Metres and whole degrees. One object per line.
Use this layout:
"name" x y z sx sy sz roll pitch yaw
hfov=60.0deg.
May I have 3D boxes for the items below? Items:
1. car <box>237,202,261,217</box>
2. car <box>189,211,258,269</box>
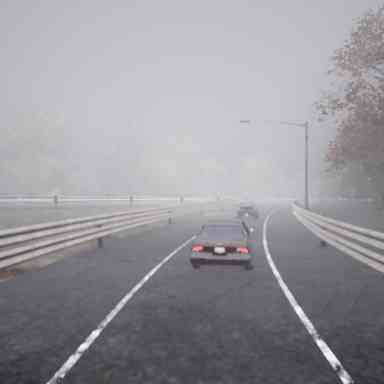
"car" 5.268 1.690 30.756 1.837 1.490 4.892 0 0 15
"car" 1.110 1.610 11.395 2.033 1.411 5.357 0 0 8
